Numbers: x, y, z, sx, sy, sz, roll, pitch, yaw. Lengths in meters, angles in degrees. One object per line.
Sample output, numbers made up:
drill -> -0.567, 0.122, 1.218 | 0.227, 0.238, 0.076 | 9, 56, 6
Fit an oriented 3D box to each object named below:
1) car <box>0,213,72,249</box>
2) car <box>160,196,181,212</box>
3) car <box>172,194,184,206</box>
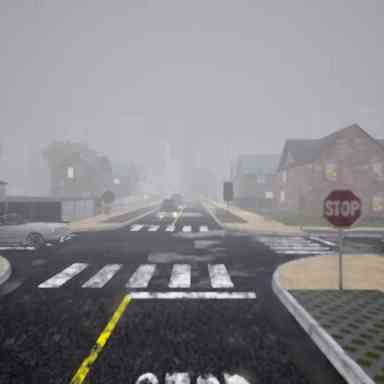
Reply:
car -> -7.520, 1.545, 13.662 | 4.718, 1.301, 1.895 | 1, -1, 0
car -> -2.761, 1.543, 40.506 | 1.882, 1.535, 5.008 | 0, 0, 0
car -> -2.674, 1.323, 58.730 | 2.150, 2.045, 5.566 | 0, 0, 1
